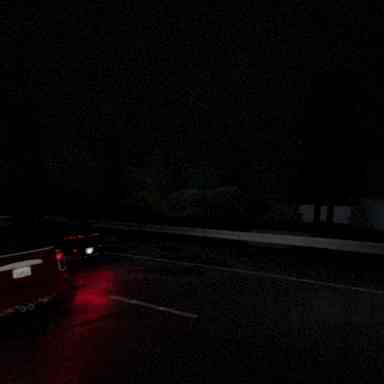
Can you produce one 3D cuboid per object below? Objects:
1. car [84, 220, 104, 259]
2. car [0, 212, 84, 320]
[{"bbox_3d":[-5.062,1.409,10.683,4.892,1.490,1.837,0,0,28],"label":"car"},{"bbox_3d":[-4.540,1.287,6.415,4.553,1.767,2.097,1,1,31],"label":"car"}]
